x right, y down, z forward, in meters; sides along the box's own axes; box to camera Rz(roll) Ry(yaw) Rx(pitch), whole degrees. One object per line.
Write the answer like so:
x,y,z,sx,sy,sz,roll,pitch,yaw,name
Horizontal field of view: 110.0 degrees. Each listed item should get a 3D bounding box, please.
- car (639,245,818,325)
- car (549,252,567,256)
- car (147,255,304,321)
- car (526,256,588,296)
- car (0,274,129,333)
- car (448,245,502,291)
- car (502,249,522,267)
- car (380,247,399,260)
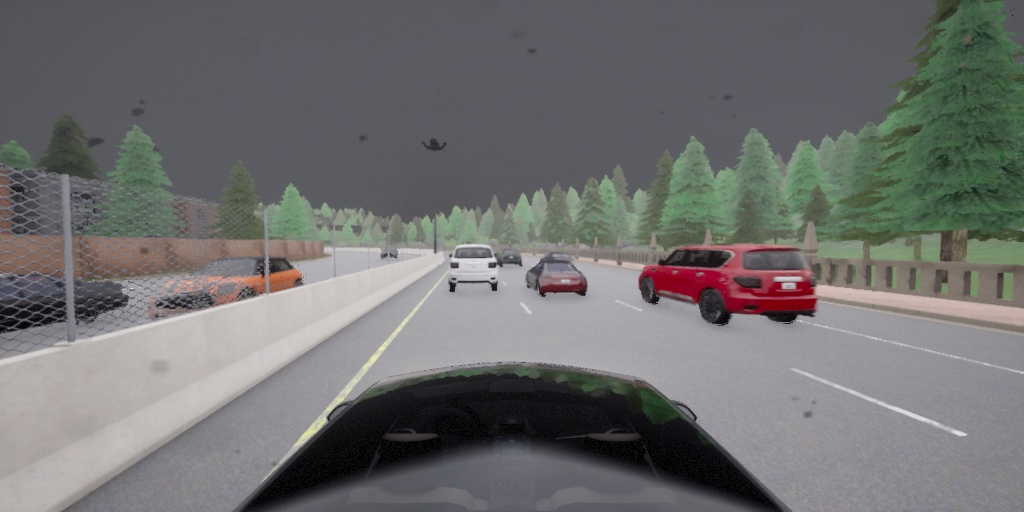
5.926,0.682,10.742,2.150,2.045,5.566,0,2,-7,car
3.736,0.402,29.879,2.033,1.411,5.357,0,2,-7,car
-8.401,0.809,11.050,2.097,1.767,4.553,0,2,-7,car
1.831,0.867,15.755,1.994,1.385,4.181,0,2,-7,car
-11.536,1.114,7.661,2.033,1.411,5.357,0,2,-7,car
-1.890,0.472,17.474,2.150,2.045,5.566,0,2,-7,car
-0.322,0.061,34.532,2.097,1.767,4.553,0,2,-7,car
-16.856,-0.481,49.446,2.097,1.767,4.553,0,2,-13,car
